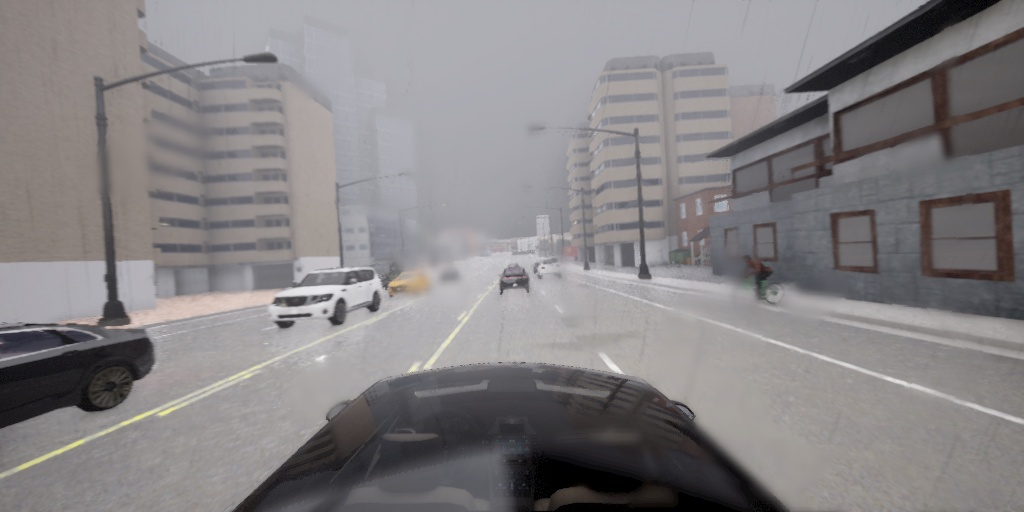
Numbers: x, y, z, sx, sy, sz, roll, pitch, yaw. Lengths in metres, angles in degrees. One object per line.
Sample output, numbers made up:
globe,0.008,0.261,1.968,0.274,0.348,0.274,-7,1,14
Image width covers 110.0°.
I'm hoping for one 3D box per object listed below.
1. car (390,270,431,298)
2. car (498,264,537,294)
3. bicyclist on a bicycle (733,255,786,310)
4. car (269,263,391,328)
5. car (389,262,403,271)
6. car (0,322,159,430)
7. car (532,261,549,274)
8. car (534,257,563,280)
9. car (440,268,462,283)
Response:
car,-6.994,1.907,24.946,1.882,1.535,5.008,-3,-1,0
car,0.168,1.466,22.546,2.128,1.511,4.902,-3,-1,0
bicyclist on a bicycle,7.476,0.766,10.945,1.656,1.620,0.582,-9,-1,0
car,-7.090,1.497,14.431,2.150,2.045,5.566,-3,-1,0
car,-10.408,1.571,29.025,2.150,2.045,5.566,-3,-1,0
car,-7.137,1.676,4.182,2.128,1.511,4.902,-3,0,0
car,3.745,1.488,48.057,1.837,1.490,4.892,-3,1,1
car,3.672,1.175,35.064,2.150,2.045,5.566,-3,0,1
car,-6.805,2.131,40.155,1.837,1.490,4.892,-3,0,0
